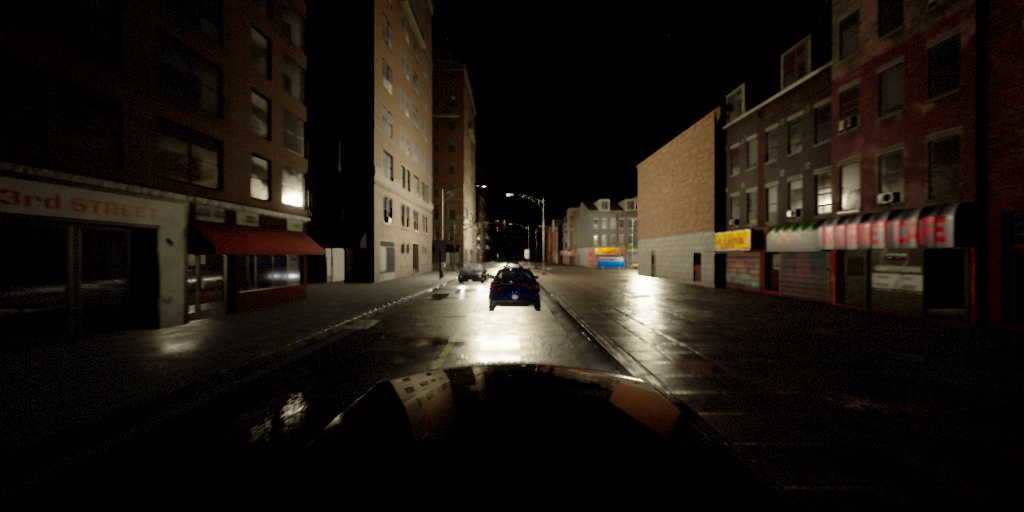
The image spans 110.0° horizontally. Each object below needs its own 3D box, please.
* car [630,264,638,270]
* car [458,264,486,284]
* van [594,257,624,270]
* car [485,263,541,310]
[{"bbox_3d":[19.187,1.223,50.450,4.829,1.417,1.751,0,0,0],"label":"car"},{"bbox_3d":[-2.778,1.275,26.745,2.033,1.411,5.357,0,0,1],"label":"car"},{"bbox_3d":[13.745,1.042,50.459,3.998,1.789,1.690,0,0,0],"label":"van"},{"bbox_3d":[0.103,1.216,14.598,1.882,1.535,5.008,0,0,0],"label":"car"}]
